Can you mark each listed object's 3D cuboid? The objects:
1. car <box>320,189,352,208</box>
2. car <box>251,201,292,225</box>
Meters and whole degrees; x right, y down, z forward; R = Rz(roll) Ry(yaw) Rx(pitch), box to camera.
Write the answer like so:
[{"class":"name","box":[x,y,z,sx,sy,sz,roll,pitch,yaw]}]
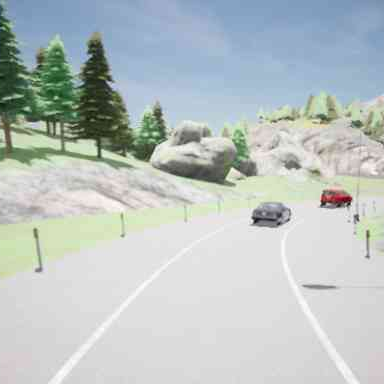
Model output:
[{"class":"car","box":[16.999,0.657,39.080,2.150,2.045,5.566,5,5,42]},{"class":"car","box":[5.559,1.365,22.870,2.033,1.411,5.357,3,2,26]}]
